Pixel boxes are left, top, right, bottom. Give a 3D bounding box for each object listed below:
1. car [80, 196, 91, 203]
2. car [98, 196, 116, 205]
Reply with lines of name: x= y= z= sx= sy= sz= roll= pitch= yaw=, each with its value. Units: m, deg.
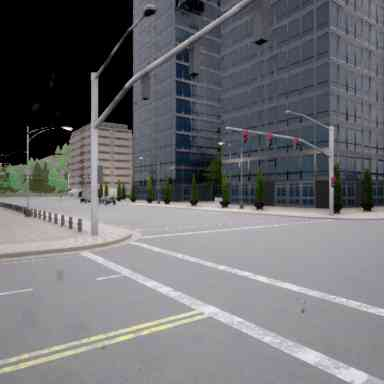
car: x=-20.626 y=1.492 z=65.703 sx=2.033 sy=1.411 sz=5.357 roll=0 pitch=0 yaw=-33
car: x=-14.661 y=1.449 z=57.188 sx=1.837 sy=1.490 sz=4.892 roll=0 pitch=0 yaw=-35
